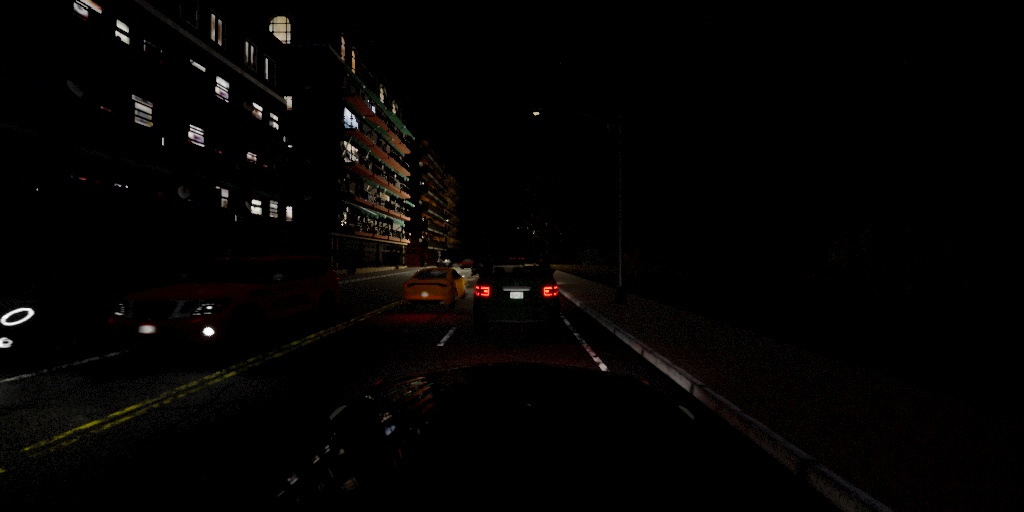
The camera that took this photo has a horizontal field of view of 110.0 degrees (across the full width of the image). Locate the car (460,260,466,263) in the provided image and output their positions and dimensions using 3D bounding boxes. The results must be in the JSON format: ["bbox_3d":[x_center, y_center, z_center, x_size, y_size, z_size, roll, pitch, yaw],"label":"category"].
[{"bbox_3d":[-6.439,1.227,52.511,1.882,1.535,5.008,0,0,0],"label":"car"}]

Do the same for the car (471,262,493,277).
[{"bbox_3d":[-3.041,1.352,37.184,1.895,1.301,4.718,0,0,0],"label":"car"}]

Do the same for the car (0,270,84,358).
[{"bbox_3d":[-9.831,1.103,8.436,2.097,1.767,4.553,0,0,0],"label":"car"}]

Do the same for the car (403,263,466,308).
[{"bbox_3d":[-3.109,1.229,15.295,1.882,1.535,5.008,0,0,0],"label":"car"}]

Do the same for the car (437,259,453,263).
[{"bbox_3d":[-9.691,1.241,51.839,2.128,1.511,4.902,0,0,0],"label":"car"}]

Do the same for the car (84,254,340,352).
[{"bbox_3d":[-6.580,0.972,9.238,2.150,2.045,5.566,0,0,0],"label":"car"}]

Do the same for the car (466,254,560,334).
[{"bbox_3d":[0.121,0.973,10.733,2.150,2.045,5.566,0,0,0],"label":"car"}]
